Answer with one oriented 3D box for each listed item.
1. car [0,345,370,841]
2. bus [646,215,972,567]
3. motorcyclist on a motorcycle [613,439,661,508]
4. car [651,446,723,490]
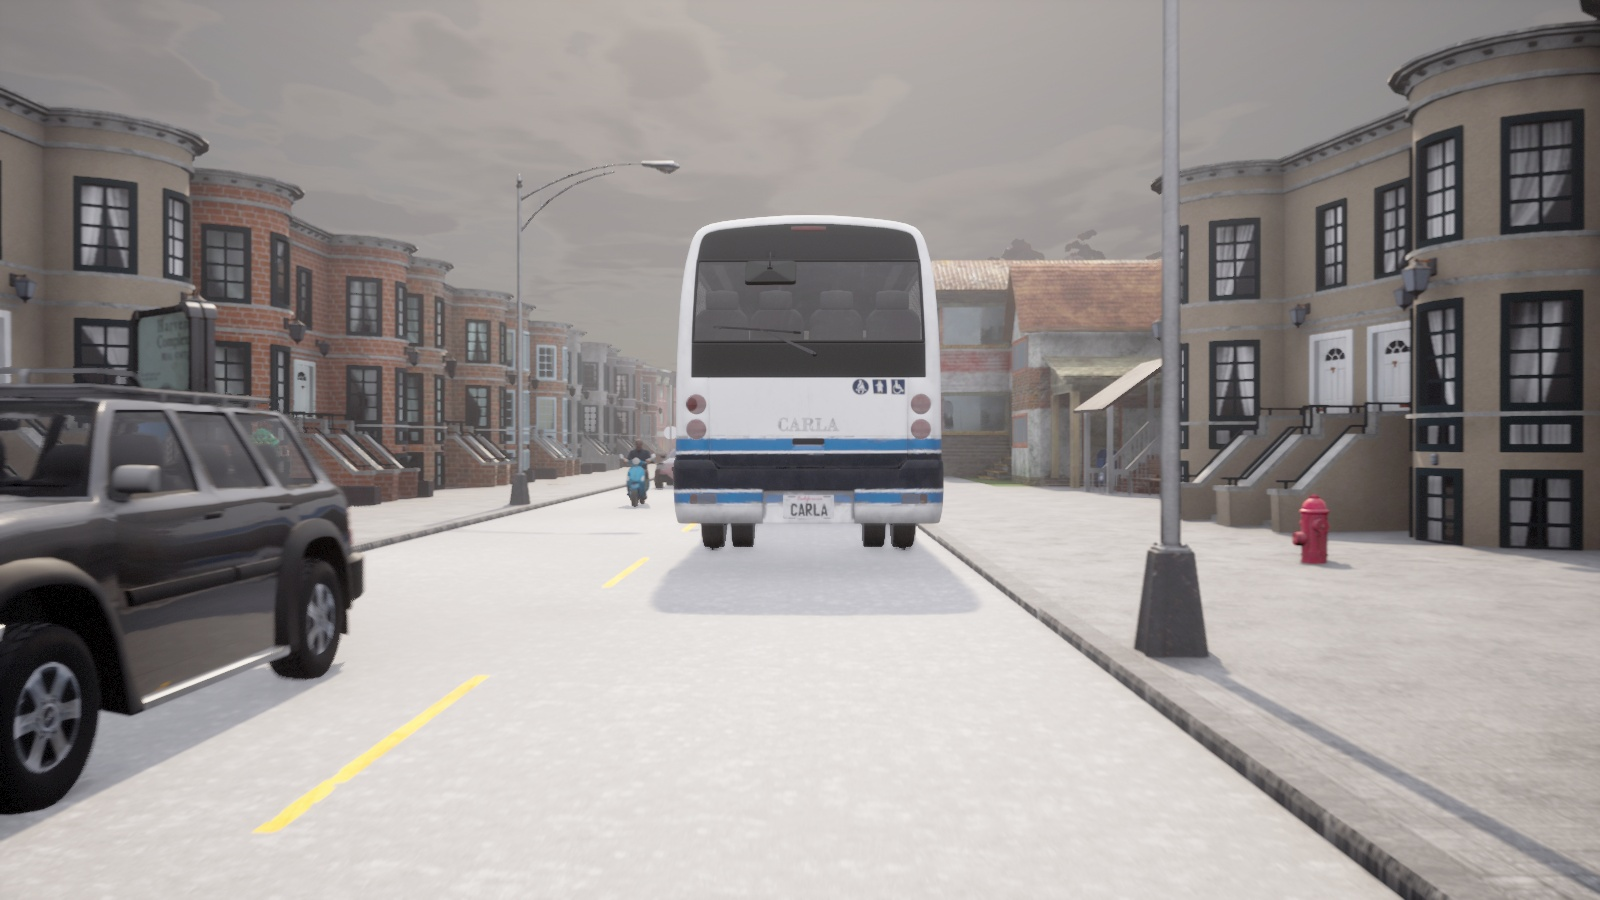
[{"bbox_3d":[-3.948,0.524,6.379,1.932,1.855,4.605,0,0,0],"label":"car"},{"bbox_3d":[0.134,-0.744,20.319,3.944,4.253,10.273,0,0,0],"label":"bus"},{"bbox_3d":[-3.814,0.531,29.515,0.866,1.590,1.817,0,0,0],"label":"motorcyclist on a motorcycle"},{"bbox_3d":[-3.741,0.569,42.244,1.994,1.385,4.181,0,0,0],"label":"car"}]
